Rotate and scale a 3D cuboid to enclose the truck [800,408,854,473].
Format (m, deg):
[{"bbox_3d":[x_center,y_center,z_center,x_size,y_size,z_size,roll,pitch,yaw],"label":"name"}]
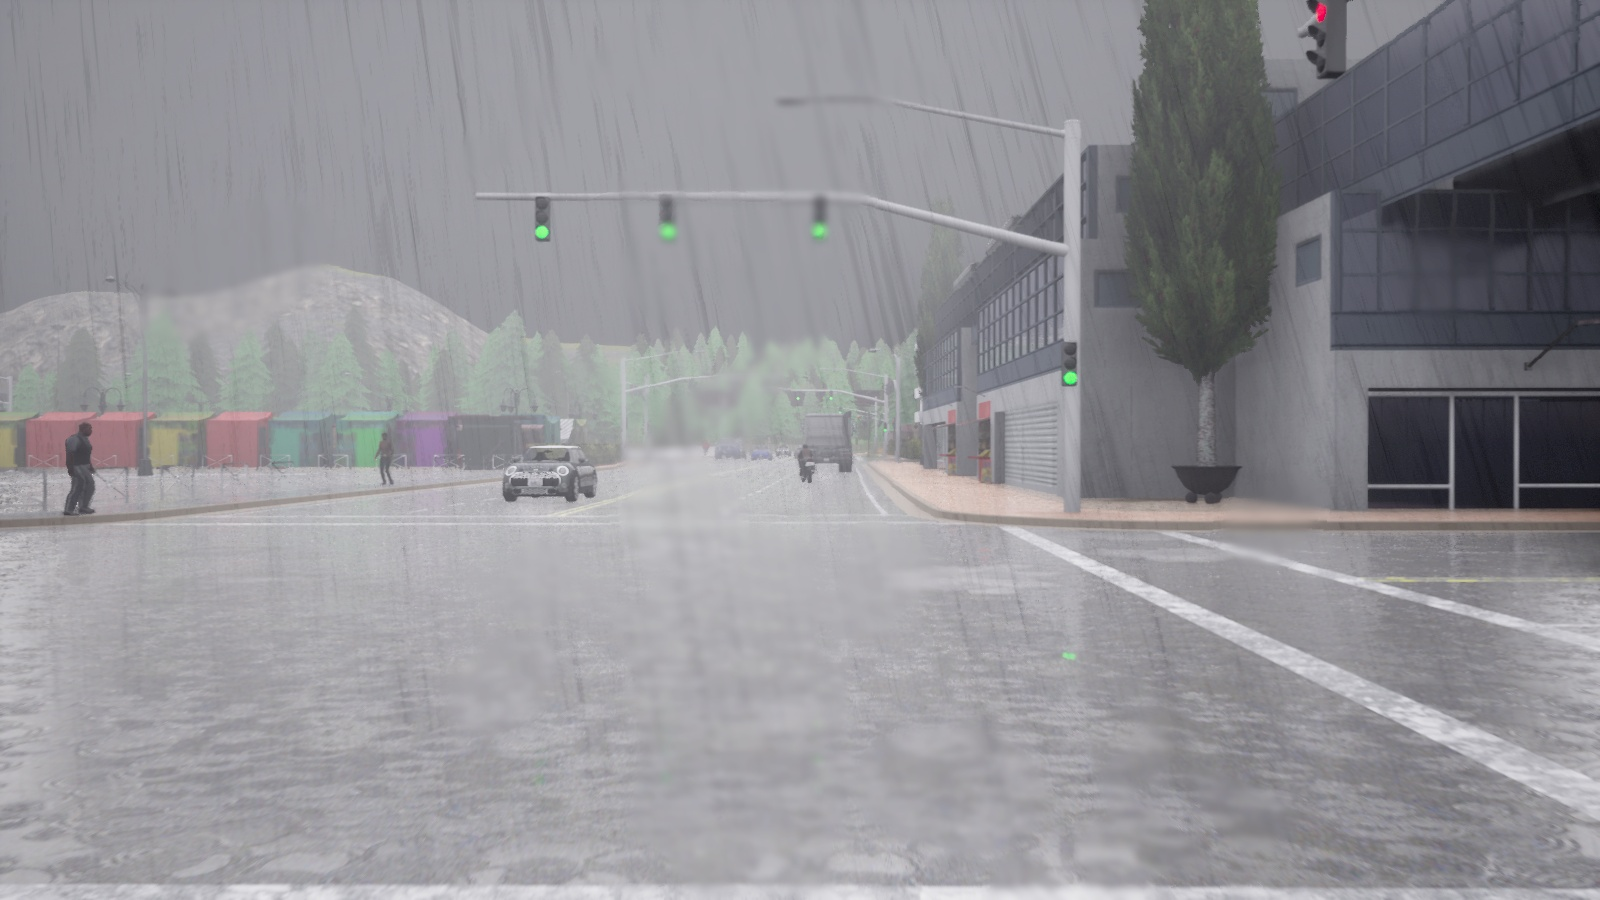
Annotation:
[{"bbox_3d":[1.585,-0.527,71.692,2.891,3.462,7.936,0,0,2],"label":"truck"}]

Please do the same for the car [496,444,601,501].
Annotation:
[{"bbox_3d":[-6.756,0.568,34.067,1.970,1.475,3.806,0,0,2],"label":"car"}]

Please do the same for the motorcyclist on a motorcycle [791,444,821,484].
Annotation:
[{"bbox_3d":[0.217,0.529,48.862,0.797,1.523,2.044,0,0,-10],"label":"motorcyclist on a motorcycle"}]

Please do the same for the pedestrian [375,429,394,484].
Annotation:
[{"bbox_3d":[-13.806,0.224,41.739,0.328,1.805,0.869,0,0,3],"label":"pedestrian"}]

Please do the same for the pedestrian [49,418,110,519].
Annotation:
[{"bbox_3d":[-13.656,0.344,23.811,0.849,1.883,0.563,0,0,-10],"label":"pedestrian"}]
